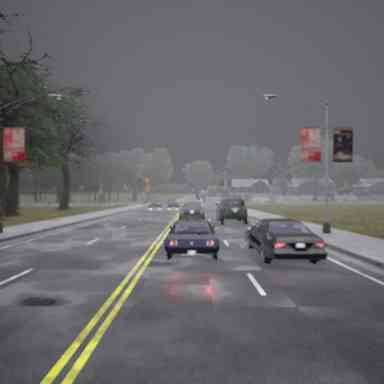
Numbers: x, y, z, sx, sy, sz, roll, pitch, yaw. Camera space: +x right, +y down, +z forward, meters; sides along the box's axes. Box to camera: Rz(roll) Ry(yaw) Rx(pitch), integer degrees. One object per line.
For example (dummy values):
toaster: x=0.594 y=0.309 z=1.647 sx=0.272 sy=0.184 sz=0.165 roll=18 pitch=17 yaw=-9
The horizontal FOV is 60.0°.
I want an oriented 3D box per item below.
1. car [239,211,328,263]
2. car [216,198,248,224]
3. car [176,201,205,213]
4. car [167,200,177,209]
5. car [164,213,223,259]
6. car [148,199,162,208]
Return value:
car: x=3.262 y=1.680 z=12.505 sx=2.033 sy=1.411 sz=5.357 roll=0 pitch=-1 yaw=0
car: x=3.257 y=1.519 z=27.607 sx=2.150 sy=2.045 sz=5.566 roll=0 pitch=0 yaw=0
car: x=0.016 y=1.654 z=28.392 sx=2.097 sy=1.767 sz=4.553 roll=0 pitch=-1 yaw=0
car: x=-3.306 y=2.177 z=58.963 sx=2.033 sy=1.411 sz=5.357 roll=0 pitch=-1 yaw=1
car: x=0.016 y=1.741 z=13.221 sx=1.895 sy=1.301 sz=4.718 roll=0 pitch=-1 yaw=0
car: x=-6.569 y=1.987 z=59.392 sx=2.097 sy=1.767 sz=4.553 roll=0 pitch=-1 yaw=0
